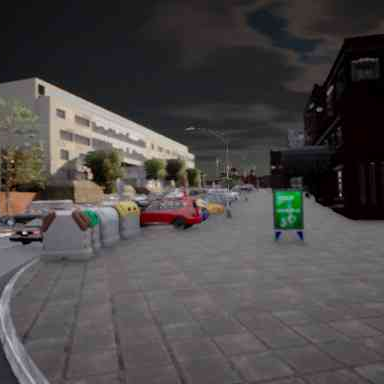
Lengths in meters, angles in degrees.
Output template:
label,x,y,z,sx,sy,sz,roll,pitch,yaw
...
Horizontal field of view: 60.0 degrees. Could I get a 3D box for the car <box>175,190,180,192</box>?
label,x,y,z,sx,sy,sz,roll,pitch,yaw
car,-5.464,0.879,63.681,4.792,1.488,2.163,-2,2,13

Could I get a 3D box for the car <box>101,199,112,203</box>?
label,x,y,z,sx,sy,sz,roll,pitch,yaw
car,-11.647,1.870,36.454,4.674,1.452,2.002,-2,2,13

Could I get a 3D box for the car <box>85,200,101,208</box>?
label,x,y,z,sx,sy,sz,roll,pitch,yaw
car,-12.273,1.929,33.736,4.892,1.521,2.231,-2,2,13

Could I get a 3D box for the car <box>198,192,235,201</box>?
label,x,y,z,sx,sy,sz,roll,pitch,yaw
car,3.142,1.116,45.868,4.674,1.452,2.002,-2,2,13

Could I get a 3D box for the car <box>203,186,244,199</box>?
label,x,y,z,sx,sy,sz,roll,pitch,yaw
car,5.122,0.515,54.440,5.566,2.045,2.435,-2,2,13

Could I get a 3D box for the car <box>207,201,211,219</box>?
label,x,y,z,sx,sy,sz,roll,pitch,yaw
car,-1.401,1.767,25.924,5.008,1.535,2.097,-2,1,13

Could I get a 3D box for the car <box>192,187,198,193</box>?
label,x,y,z,sx,sy,sz,roll,pitch,yaw
car,-1.744,0.136,80.007,4.553,1.767,2.185,-2,2,13

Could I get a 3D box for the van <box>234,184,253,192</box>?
label,x,y,z,sx,sy,sz,roll,pitch,yaw
van,14.199,-0.882,93.824,4.442,1.987,1.878,-2,2,13

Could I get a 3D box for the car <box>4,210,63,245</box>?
label,x,y,z,sx,sy,sz,roll,pitch,yaw
car,-7.735,2.055,18.737,2.033,1.411,5.357,-1,0,10

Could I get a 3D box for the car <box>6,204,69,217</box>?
label,x,y,z,sx,sy,sz,roll,pitch,yaw
car,-13.507,2.092,28.273,4.892,1.521,2.231,-2,1,13

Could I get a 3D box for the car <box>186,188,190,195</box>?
label,x,y,z,sx,sy,sz,roll,pitch,yaw
car,-3.600,0.585,71.844,4.792,1.488,2.163,-2,2,13

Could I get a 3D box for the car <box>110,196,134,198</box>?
label,x,y,z,sx,sy,sz,roll,pitch,yaw
car,-10.411,1.635,41.899,4.892,1.521,2.231,-2,2,13

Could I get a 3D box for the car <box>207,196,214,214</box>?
label,x,y,z,sx,sy,sz,roll,pitch,yaw
car,-0.811,1.566,28.687,4.553,1.767,2.185,-2,2,13

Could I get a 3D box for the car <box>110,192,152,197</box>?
label,x,y,z,sx,sy,sz,roll,pitch,yaw
car,-9.143,1.186,47.328,5.566,2.045,2.435,-2,2,13

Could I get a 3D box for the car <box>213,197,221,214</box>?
label,x,y,z,sx,sy,sz,roll,pitch,yaw
car,-0.303,1.593,31.591,5.366,1.575,1.946,-2,2,13

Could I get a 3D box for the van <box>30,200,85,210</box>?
label,x,y,z,sx,sy,sz,roll,pitch,yaw
van,-12.782,1.791,30.980,4.442,1.987,1.878,-2,1,13

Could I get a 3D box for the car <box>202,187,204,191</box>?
label,x,y,z,sx,sy,sz,roll,pitch,yaw
car,0.147,-0.032,88.172,4.892,1.521,2.231,-2,2,13

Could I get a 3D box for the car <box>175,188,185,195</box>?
label,x,y,z,sx,sy,sz,roll,pitch,yaw
car,-4.851,0.501,66.393,5.566,2.045,2.435,-2,2,13

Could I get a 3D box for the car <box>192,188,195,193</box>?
label,x,y,z,sx,sy,sz,roll,pitch,yaw
car,-2.328,0.399,77.284,4.674,1.452,2.002,-2,2,13

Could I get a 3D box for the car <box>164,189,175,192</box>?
label,x,y,z,sx,sy,sz,roll,pitch,yaw
car,-6.092,0.822,60.955,4.553,1.767,2.185,-2,2,13

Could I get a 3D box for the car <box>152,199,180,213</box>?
label,x,y,z,sx,sy,sz,roll,pitch,yaw
car,-3.010,1.581,39.467,1.895,1.301,4.718,-2,2,13

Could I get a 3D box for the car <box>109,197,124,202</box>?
label,x,y,z,sx,sy,sz,roll,pitch,yaw
car,-11.047,1.737,39.053,4.892,1.521,2.231,-2,2,13

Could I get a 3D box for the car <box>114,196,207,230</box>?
label,x,y,z,sx,sy,sz,roll,pitch,yaw
car,-2.098,1.572,23.058,5.566,2.045,2.435,-2,1,13

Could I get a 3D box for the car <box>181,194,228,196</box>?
label,x,y,z,sx,sy,sz,roll,pitch,yaw
car,1.218,1.382,37.398,4.892,1.521,2.231,-2,2,13

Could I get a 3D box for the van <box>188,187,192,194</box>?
label,x,y,z,sx,sy,sz,roll,pitch,yaw
van,-3.074,0.234,74.581,4.442,1.987,1.878,-2,2,13

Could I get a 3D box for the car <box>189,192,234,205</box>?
label,x,y,z,sx,sy,sz,roll,pitch,yaw
car,2.520,1.208,42.997,4.792,1.488,2.163,-2,2,13

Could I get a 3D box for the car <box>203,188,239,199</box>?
label,x,y,z,sx,sy,sz,roll,pitch,yaw
car,4.443,0.740,51.716,4.553,1.767,2.185,-2,2,13

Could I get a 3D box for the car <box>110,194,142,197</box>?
label,x,y,z,sx,sy,sz,roll,pitch,yaw
car,-9.778,1.535,44.617,5.008,1.535,2.097,-2,2,13

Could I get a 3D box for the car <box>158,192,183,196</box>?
label,x,y,z,sx,sy,sz,roll,pitch,yaw
car,-3.339,1.152,52.241,1.812,1.442,4.674,-2,1,13

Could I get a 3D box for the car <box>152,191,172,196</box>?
label,x,y,z,sx,sy,sz,roll,pitch,yaw
car,-6.648,1.074,58.222,4.792,1.488,2.163,-2,2,13

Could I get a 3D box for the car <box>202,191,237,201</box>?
label,x,y,z,sx,sy,sz,roll,pitch,yaw
car,3.823,1.008,48.852,4.674,1.452,2.002,-2,2,13

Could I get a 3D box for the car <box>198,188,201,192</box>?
label,x,y,z,sx,sy,sz,roll,pitch,yaw
car,-1.112,0.167,82.604,5.008,1.535,2.097,-2,2,13

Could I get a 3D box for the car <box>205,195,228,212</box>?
label,x,y,z,sx,sy,sz,roll,pitch,yaw
car,0.711,1.481,34.373,5.366,1.575,1.946,-2,2,13
